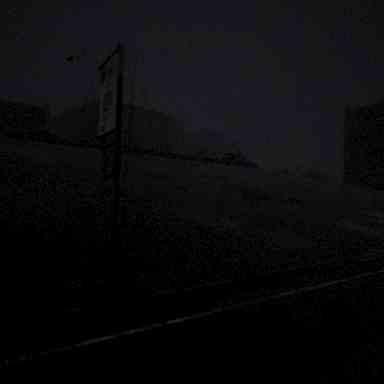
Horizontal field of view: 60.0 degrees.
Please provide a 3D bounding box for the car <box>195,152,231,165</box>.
[{"bbox_3d":[1.626,-3.385,35.794,4.553,1.767,2.185,2,-1,-43],"label":"car"}]

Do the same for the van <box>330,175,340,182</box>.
[{"bbox_3d":[24.508,-2.055,60.077,1.878,1.987,4.442,1,-2,41],"label":"van"}]

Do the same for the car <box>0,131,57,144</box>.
[{"bbox_3d":[-13.743,-3.756,26.255,4.902,1.511,2.128,2,-1,-39],"label":"car"}]

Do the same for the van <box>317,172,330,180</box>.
[{"bbox_3d":[20.926,-2.345,55.862,1.878,1.987,4.442,1,-2,42],"label":"van"}]

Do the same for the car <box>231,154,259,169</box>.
[{"bbox_3d":[5.684,-3.325,39.670,5.566,2.045,2.435,3,-1,-44],"label":"car"}]

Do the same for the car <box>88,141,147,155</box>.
[{"bbox_3d":[-6.590,-3.527,28.394,4.674,1.452,2.002,2,-1,-40],"label":"car"}]

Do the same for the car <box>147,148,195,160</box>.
[{"bbox_3d":[-2.521,-3.425,31.976,4.892,1.521,2.231,2,-1,-41],"label":"car"}]

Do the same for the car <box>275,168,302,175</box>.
[{"bbox_3d":[13.385,-2.603,47.562,2.002,1.452,4.674,1,-2,44],"label":"car"}]

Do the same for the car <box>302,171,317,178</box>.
[{"bbox_3d":[17.138,-2.355,51.633,2.002,1.452,4.674,1,-2,42],"label":"car"}]
